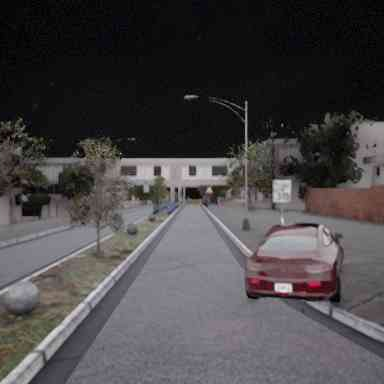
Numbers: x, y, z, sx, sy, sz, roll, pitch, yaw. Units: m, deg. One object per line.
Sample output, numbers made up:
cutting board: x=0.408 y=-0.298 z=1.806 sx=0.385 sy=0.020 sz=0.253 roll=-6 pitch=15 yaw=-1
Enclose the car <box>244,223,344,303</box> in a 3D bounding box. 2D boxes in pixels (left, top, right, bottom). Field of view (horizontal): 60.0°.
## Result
car: x=2.552 y=1.463 z=7.961 sx=1.812 sy=1.442 sz=4.674 roll=-4 pitch=0 yaw=24
